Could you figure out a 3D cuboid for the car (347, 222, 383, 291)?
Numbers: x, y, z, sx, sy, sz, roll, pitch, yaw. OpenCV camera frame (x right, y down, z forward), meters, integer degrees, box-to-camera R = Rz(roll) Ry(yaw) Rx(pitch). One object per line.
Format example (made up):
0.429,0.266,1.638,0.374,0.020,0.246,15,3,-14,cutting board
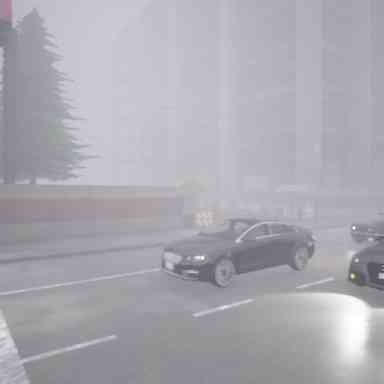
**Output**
5.603,1.560,7.988,4.181,1.385,1.994,0,0,-35,car

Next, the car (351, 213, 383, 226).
9.012,1.594,14.707,4.718,1.301,1.895,0,0,-35,car

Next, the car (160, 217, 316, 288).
1.458,1.489,9.332,4.902,1.511,2.128,0,0,-36,car
